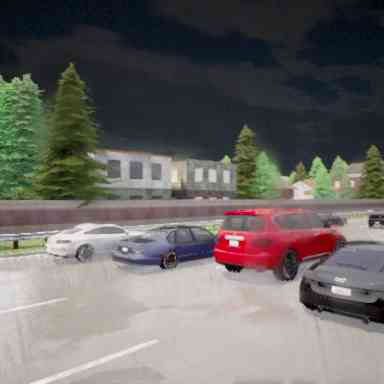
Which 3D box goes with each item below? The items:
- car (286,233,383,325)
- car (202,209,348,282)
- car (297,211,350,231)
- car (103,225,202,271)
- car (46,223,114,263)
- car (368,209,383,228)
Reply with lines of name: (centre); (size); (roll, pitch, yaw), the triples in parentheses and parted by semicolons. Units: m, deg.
car: (4.152, 1.769, 7.336); (4.181, 1.385, 1.994); (1, -3, -43)
car: (3.163, 1.567, 11.201); (5.566, 2.045, 2.150); (1, -2, -43)
car: (11.244, 2.358, 28.182); (5.357, 1.411, 2.033); (1, -3, -43)
car: (-0.357, 1.984, 12.696); (5.357, 1.411, 2.033); (1, -3, -43)
car: (-3.762, 2.056, 14.312); (4.674, 1.442, 1.812); (1, -2, -43)
car: (16.707, 2.261, 28.469); (4.892, 1.490, 1.837); (1, -2, -43)
